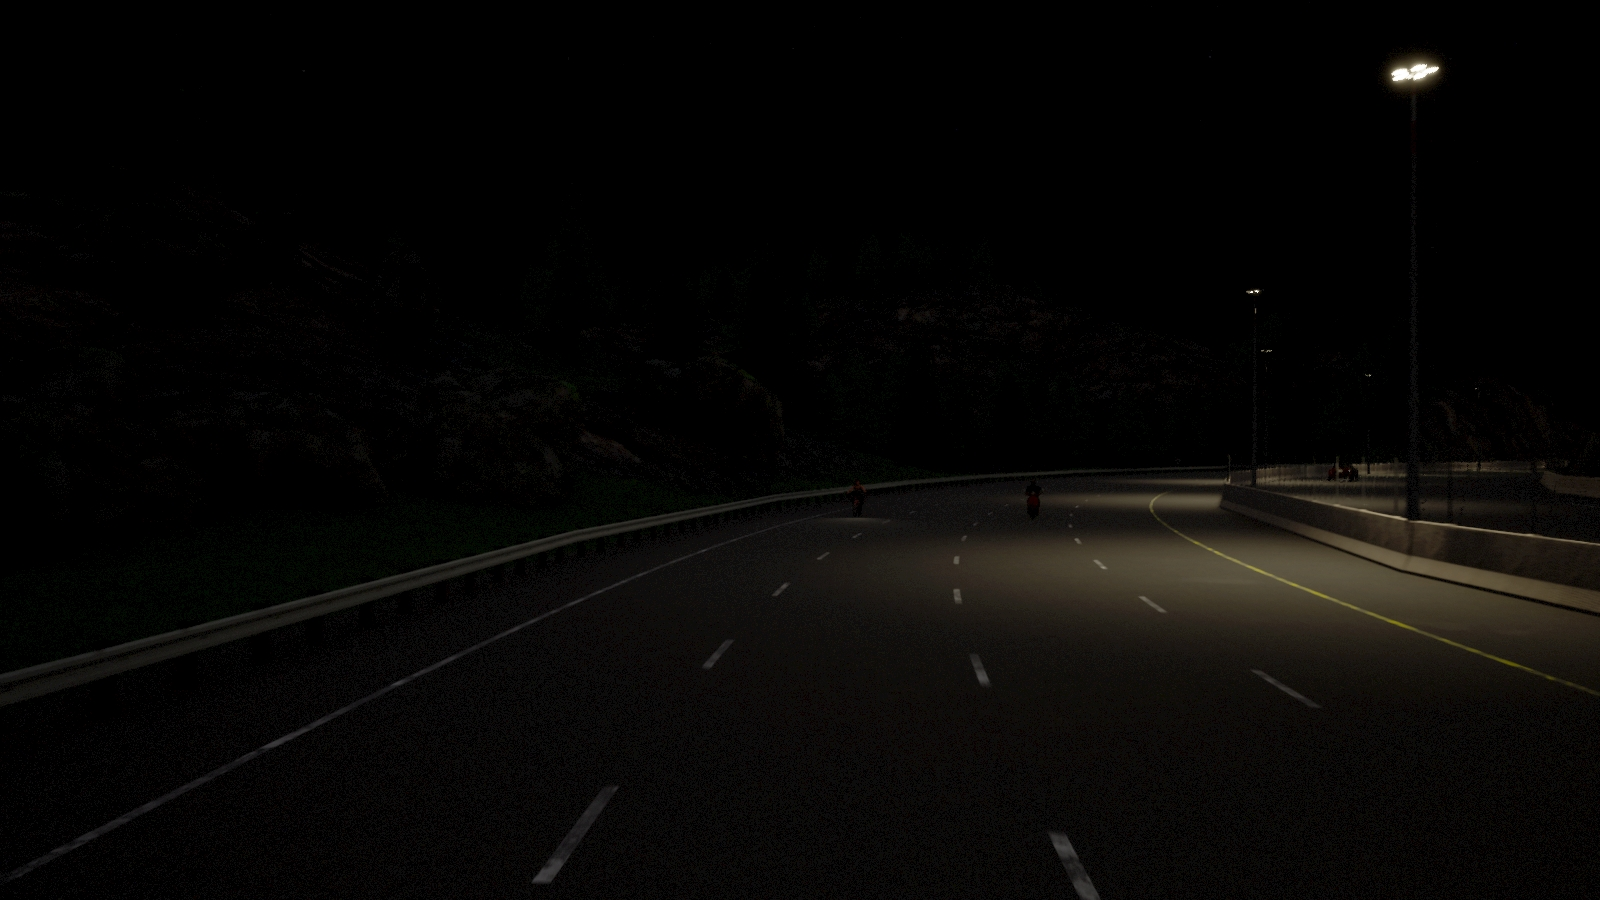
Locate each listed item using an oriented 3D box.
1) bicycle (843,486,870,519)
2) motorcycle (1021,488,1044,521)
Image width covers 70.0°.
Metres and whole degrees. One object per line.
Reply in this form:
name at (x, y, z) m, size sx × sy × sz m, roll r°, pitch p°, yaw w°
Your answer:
bicycle at (2.369, 2.151, 47.409) m, size 0.859 × 1.295 × 1.487 m, roll 0°, pitch 0°, yaw 14°
motorcycle at (9.483, 2.193, 46.485) m, size 0.856 × 1.236 × 1.805 m, roll 0°, pitch 0°, yaw 13°
